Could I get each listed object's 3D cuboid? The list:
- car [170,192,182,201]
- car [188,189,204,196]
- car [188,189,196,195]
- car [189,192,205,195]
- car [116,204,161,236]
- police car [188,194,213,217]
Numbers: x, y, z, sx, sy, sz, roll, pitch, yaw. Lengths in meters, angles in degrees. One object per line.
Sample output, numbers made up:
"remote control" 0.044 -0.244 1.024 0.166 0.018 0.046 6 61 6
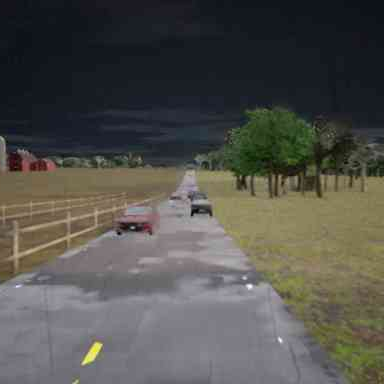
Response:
"car" -2.796 0.727 58.952 1.882 1.535 5.008 0 2 1
"car" 0.827 0.841 46.185 2.150 2.045 5.566 0 1 0
"car" 0.003 -0.092 80.766 1.895 1.301 4.718 0 3 0
"car" 0.826 1.198 40.354 1.801 1.575 5.366 0 1 0
"car" -2.848 1.448 18.480 1.882 1.535 5.008 0 0 0
"police car" 0.826 1.320 30.277 1.930 1.638 5.238 0 1 0
